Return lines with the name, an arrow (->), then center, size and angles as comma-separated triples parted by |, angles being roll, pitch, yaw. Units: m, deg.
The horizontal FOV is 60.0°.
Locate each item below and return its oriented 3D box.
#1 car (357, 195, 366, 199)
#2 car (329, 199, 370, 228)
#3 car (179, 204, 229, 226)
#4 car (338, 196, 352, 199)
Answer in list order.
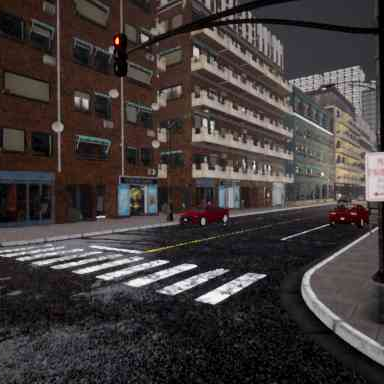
car -> 36.632, 1.292, 71.444 | 1.802, 1.307, 4.206 | -1, 0, 36
car -> 9.839, 1.371, 20.625 | 1.887, 1.381, 4.507 | -1, 0, 36
car -> 0.914, 1.514, 23.021 | 1.887, 1.381, 4.507 | -1, 0, 36
car -> 26.541, 1.346, 57.703 | 1.947, 1.339, 4.313 | -1, 0, 36
